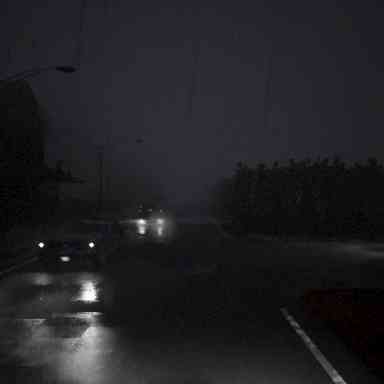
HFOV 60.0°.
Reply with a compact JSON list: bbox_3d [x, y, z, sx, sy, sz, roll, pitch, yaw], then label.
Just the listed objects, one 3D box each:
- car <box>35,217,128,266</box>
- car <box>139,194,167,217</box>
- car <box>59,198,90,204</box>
[{"bbox_3d":[-3.615,1.601,11.710,1.895,1.301,4.718,0,0,0],"label":"car"},{"bbox_3d":[-3.560,1.226,31.216,2.150,2.045,5.566,0,0,0],"label":"car"},{"bbox_3d":[-17.042,1.521,47.010,5.357,1.411,2.033,0,0,-2],"label":"car"}]
